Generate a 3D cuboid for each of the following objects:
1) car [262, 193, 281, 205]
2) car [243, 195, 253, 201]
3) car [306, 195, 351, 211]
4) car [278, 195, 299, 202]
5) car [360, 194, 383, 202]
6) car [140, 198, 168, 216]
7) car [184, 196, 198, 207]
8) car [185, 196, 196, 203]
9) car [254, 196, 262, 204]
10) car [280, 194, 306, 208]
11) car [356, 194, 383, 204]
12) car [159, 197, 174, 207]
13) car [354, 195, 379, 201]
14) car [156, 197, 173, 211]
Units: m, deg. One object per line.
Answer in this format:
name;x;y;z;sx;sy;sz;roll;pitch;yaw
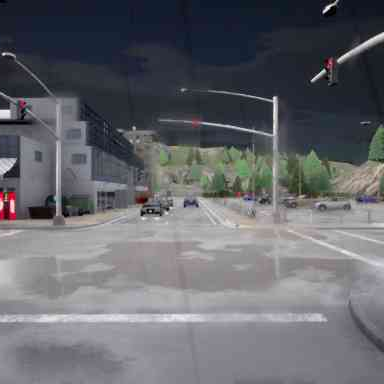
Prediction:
car;13.894;1.092;53.753;3.866;1.878;1.905;0;0;0
car;13.509;1.389;75.241;3.633;1.501;1.845;0;0;0
car;14.316;1.247;34.543;3.806;1.475;1.970;0;0;0
car;20.944;1.399;72.299;3.806;1.475;1.970;0;0;0
car;39.611;1.346;72.248;5.027;1.636;2.152;0;0;0
car;-3.755;1.564;32.046;1.994;1.385;4.181;0;0;0
car;-0.159;1.354;50.915;2.097;1.767;4.553;0;0;0
car;-0.263;1.547;67.843;2.033;1.411;5.357;0;0;0
car;13.467;1.113;56.657;4.605;1.855;1.932;0;0;0
car;13.960;1.169;40.959;5.027;1.636;2.152;0;0;0
car;31.998;1.335;60.363;3.633;1.501;1.845;0;0;0
car;-3.832;1.526;50.782;1.812;1.442;4.674;0;0;0
car;39.542;1.355;75.384;4.514;1.523;2.007;0;0;0
car;-3.798;1.352;40.660;2.097;1.767;4.553;0;0;0
